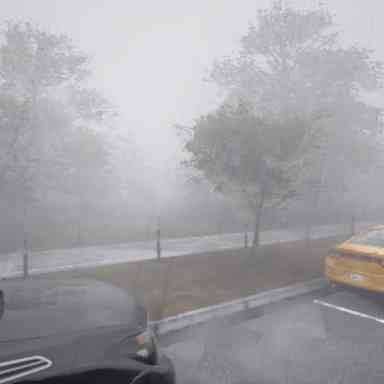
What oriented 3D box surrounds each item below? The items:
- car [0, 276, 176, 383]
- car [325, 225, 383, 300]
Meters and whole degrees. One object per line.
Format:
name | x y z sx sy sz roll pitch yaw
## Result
car | -2.807 1.268 2.054 5.566 2.045 2.435 0 0 -35
car | 5.241 1.493 7.792 5.008 1.535 2.097 0 0 -33
